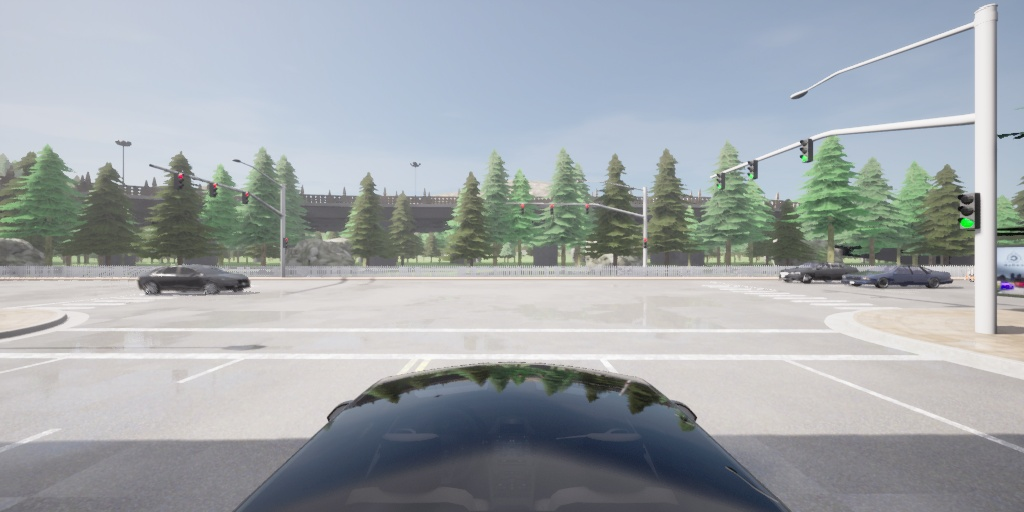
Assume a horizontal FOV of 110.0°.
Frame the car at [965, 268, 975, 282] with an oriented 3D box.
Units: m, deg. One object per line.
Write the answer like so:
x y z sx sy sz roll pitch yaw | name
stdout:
35.204 1.049 25.192 4.553 1.767 2.097 0 0 4 | car

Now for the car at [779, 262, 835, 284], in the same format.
21.757 1.186 25.510 4.902 1.511 2.128 0 0 0 | car

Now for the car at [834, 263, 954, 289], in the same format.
23.565 1.242 22.024 5.357 1.411 2.033 0 0 0 | car

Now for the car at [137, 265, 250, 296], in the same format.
-16.183 1.201 18.370 4.892 1.490 1.837 0 0 0 | car
